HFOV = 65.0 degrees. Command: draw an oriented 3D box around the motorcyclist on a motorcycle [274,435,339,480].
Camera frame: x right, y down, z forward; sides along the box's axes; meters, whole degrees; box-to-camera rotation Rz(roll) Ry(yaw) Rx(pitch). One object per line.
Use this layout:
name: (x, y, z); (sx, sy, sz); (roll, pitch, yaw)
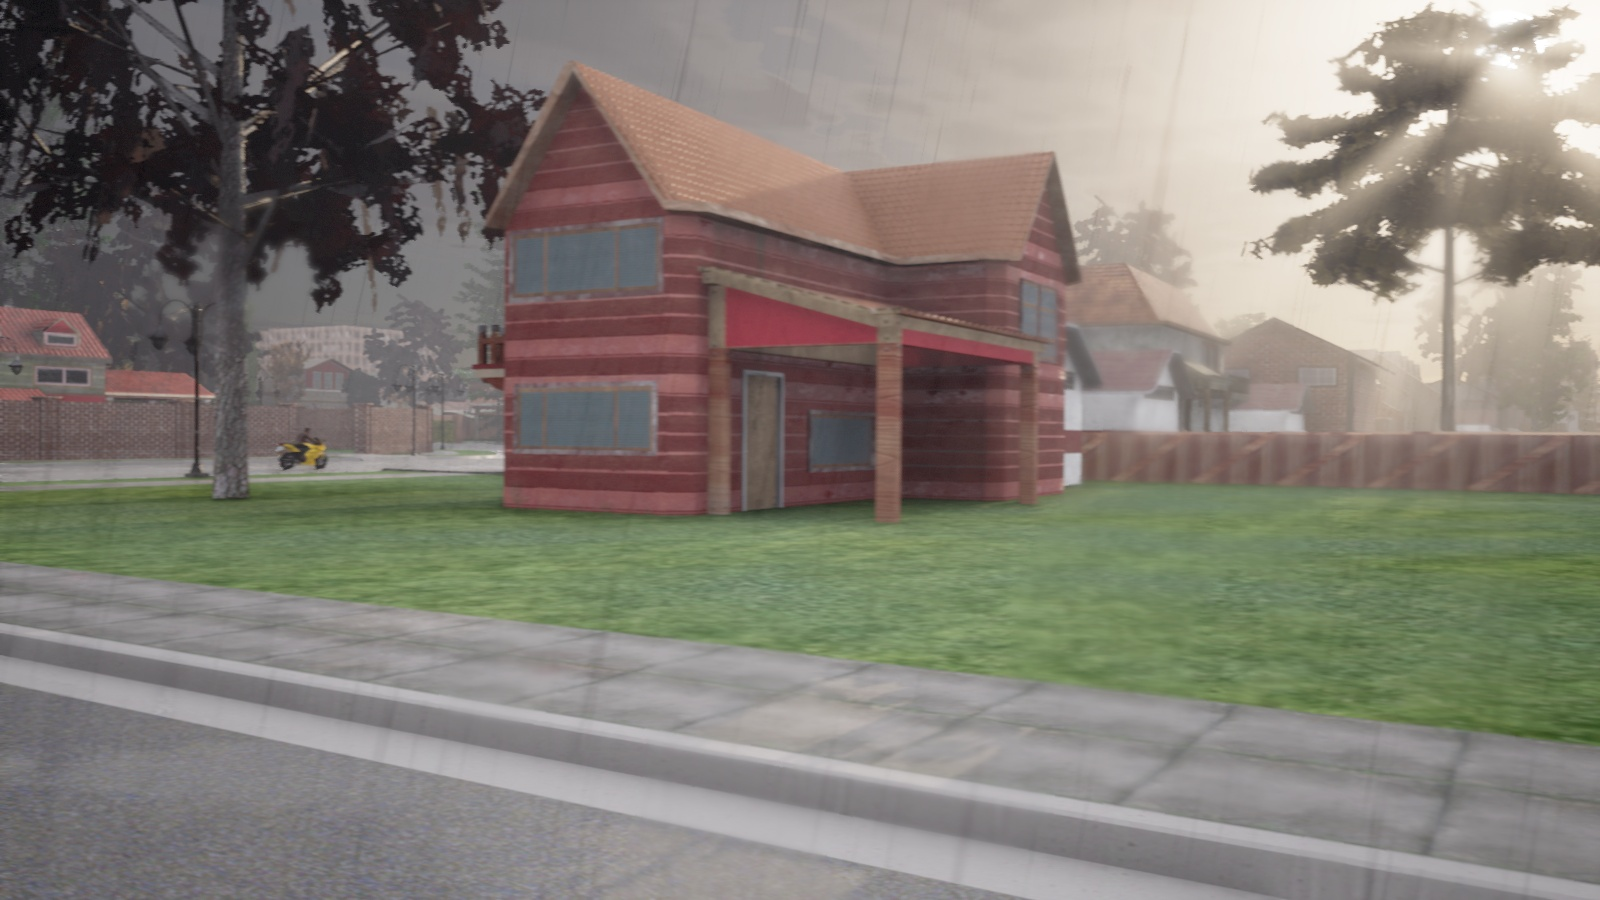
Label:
motorcyclist on a motorcycle: (-17.230, 0.252, 43.878); (0.797, 1.523, 2.044); (0, 1, 30)
